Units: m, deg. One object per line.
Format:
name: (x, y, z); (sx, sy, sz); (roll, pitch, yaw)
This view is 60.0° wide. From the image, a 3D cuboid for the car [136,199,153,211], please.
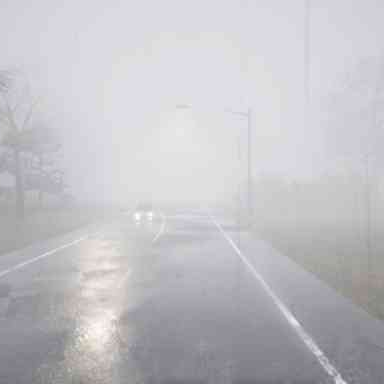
car: (-5.640, 1.566, 39.861); (1.895, 1.301, 4.718); (0, 0, -7)
